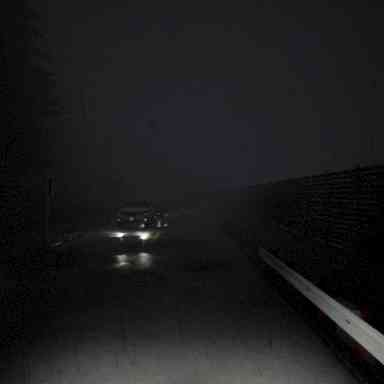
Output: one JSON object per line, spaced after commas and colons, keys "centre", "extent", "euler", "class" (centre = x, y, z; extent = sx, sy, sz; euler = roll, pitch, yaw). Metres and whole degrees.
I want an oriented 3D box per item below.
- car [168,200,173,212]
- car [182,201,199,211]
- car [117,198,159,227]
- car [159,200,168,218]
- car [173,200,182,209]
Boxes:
{"centre": [-4.028, 2.017, 45.384], "extent": [1.812, 1.442, 4.674], "euler": [0, -1, 0], "class": "car"}
{"centre": [-0.105, 2.057, 49.063], "extent": [1.812, 1.442, 4.674], "euler": [0, -1, -5], "class": "car"}
{"centre": [-4.096, 1.496, 25.344], "extent": [2.150, 2.045, 5.566], "euler": [0, -1, 0], "class": "car"}
{"centre": [-4.083, 1.733, 35.194], "extent": [2.097, 1.767, 4.553], "euler": [0, -1, 0], "class": "car"}
{"centre": [-3.706, 2.138, 58.438], "extent": [4.892, 1.490, 1.837], "euler": [-1, -1, 40], "class": "car"}
